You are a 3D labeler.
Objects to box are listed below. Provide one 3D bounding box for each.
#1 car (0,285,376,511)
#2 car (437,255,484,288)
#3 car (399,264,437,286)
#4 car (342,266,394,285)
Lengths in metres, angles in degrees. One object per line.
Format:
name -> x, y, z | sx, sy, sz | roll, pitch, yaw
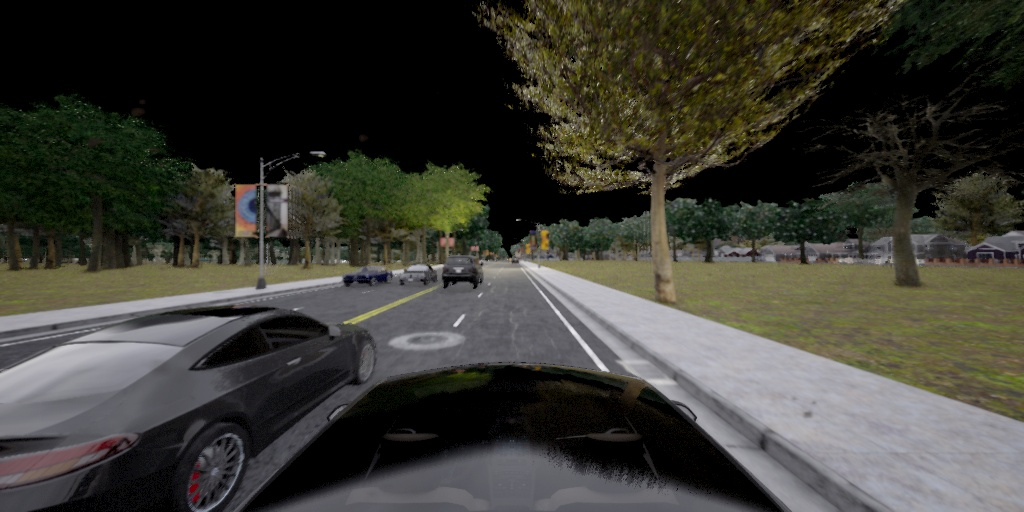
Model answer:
car -> -3.150, 1.277, 4.035 | 1.812, 1.442, 4.674 | 0, 0, 0
car -> -3.157, 0.987, 23.825 | 2.150, 2.045, 5.566 | 0, 0, 0
car -> -6.605, 1.293, 25.677 | 1.812, 1.442, 4.674 | 0, 0, 0
car -> -9.856, 1.367, 24.799 | 1.895, 1.301, 4.718 | 0, 0, 0
